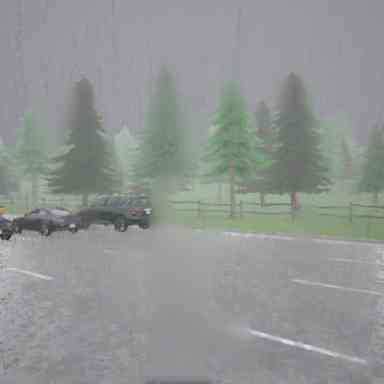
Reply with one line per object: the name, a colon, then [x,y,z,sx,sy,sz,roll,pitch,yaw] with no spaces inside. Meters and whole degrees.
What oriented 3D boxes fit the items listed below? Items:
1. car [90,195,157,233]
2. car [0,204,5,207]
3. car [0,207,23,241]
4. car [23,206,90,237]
car: [-4.615,1.231,20.146,5.566,2.045,2.150,0,0,36]
car: [-19.057,1.499,30.438,5.008,1.535,1.882,0,0,36]
car: [-10.074,1.537,15.435,4.674,1.442,1.812,0,0,35]
car: [-7.936,1.537,18.208,4.674,1.442,1.812,0,0,35]
